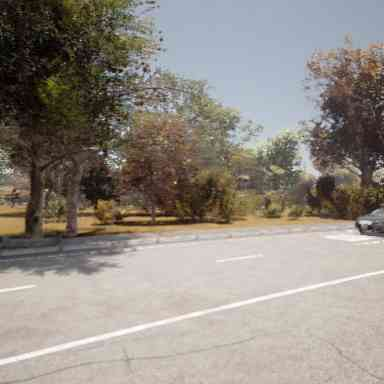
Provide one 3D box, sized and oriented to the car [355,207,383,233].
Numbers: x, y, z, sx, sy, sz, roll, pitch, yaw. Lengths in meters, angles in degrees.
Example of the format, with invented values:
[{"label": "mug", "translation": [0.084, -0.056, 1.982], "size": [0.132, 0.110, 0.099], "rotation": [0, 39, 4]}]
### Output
[{"label": "car", "translation": [11.225, 1.546, 18.441], "size": [4.902, 1.511, 2.128], "rotation": [0, 0, -25]}]
